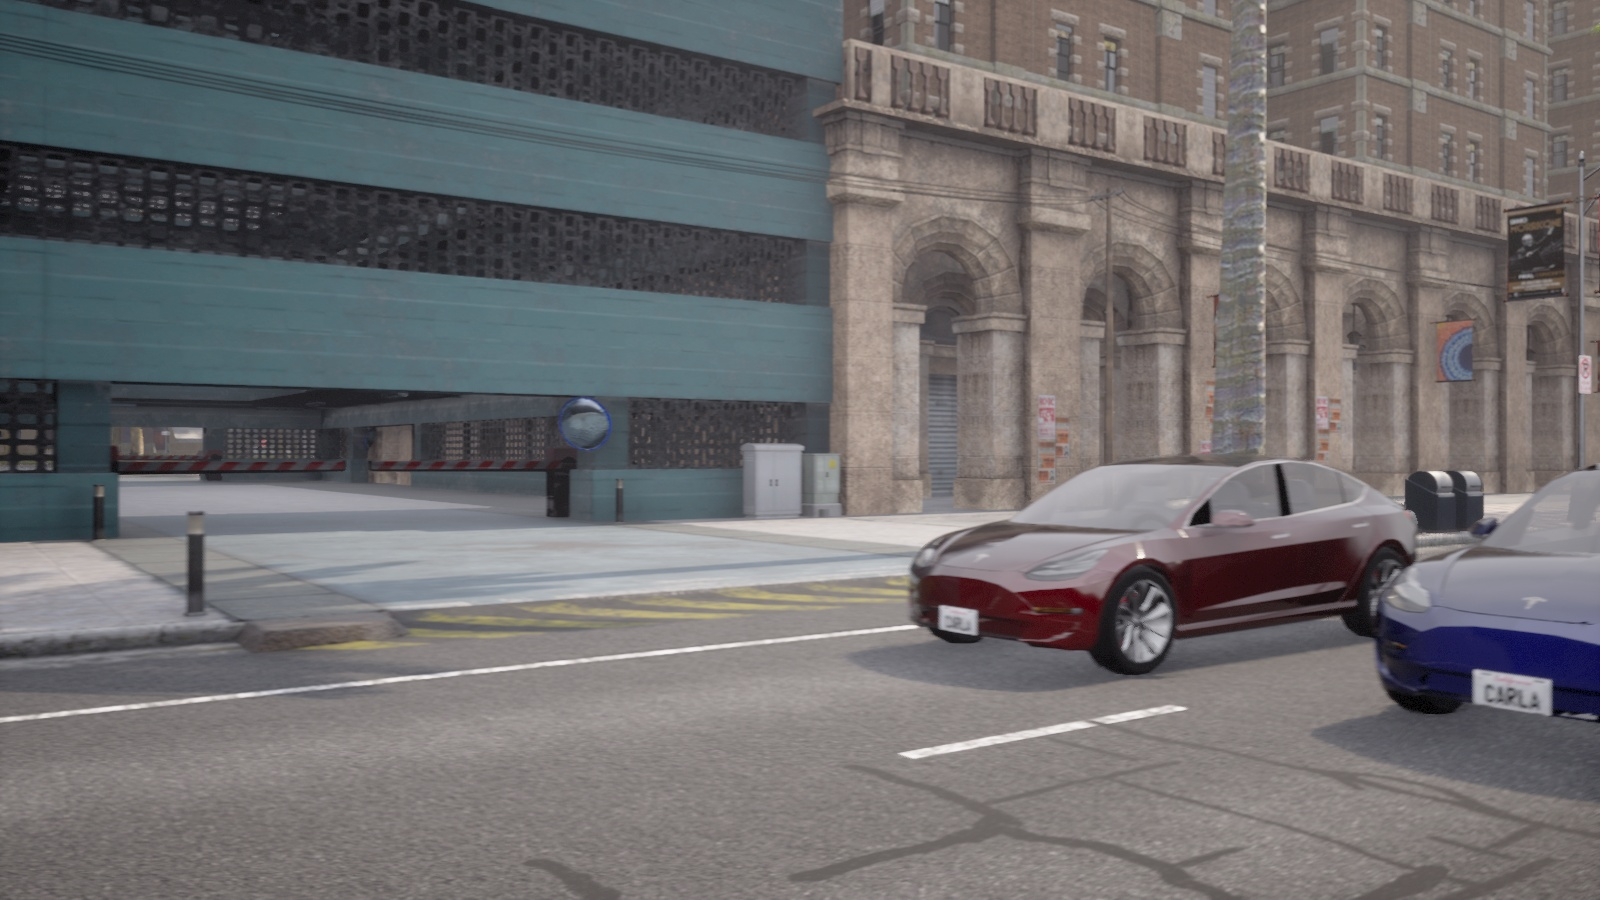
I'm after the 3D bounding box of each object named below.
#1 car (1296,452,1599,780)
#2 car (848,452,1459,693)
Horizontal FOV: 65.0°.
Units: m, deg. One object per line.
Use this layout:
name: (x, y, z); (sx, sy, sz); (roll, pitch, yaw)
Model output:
car: (5.322, 0.752, 7.433); (4.792, 1.488, 2.163); (0, 0, -35)
car: (2.951, 0.763, 10.043); (4.792, 1.488, 2.163); (0, 0, -35)
